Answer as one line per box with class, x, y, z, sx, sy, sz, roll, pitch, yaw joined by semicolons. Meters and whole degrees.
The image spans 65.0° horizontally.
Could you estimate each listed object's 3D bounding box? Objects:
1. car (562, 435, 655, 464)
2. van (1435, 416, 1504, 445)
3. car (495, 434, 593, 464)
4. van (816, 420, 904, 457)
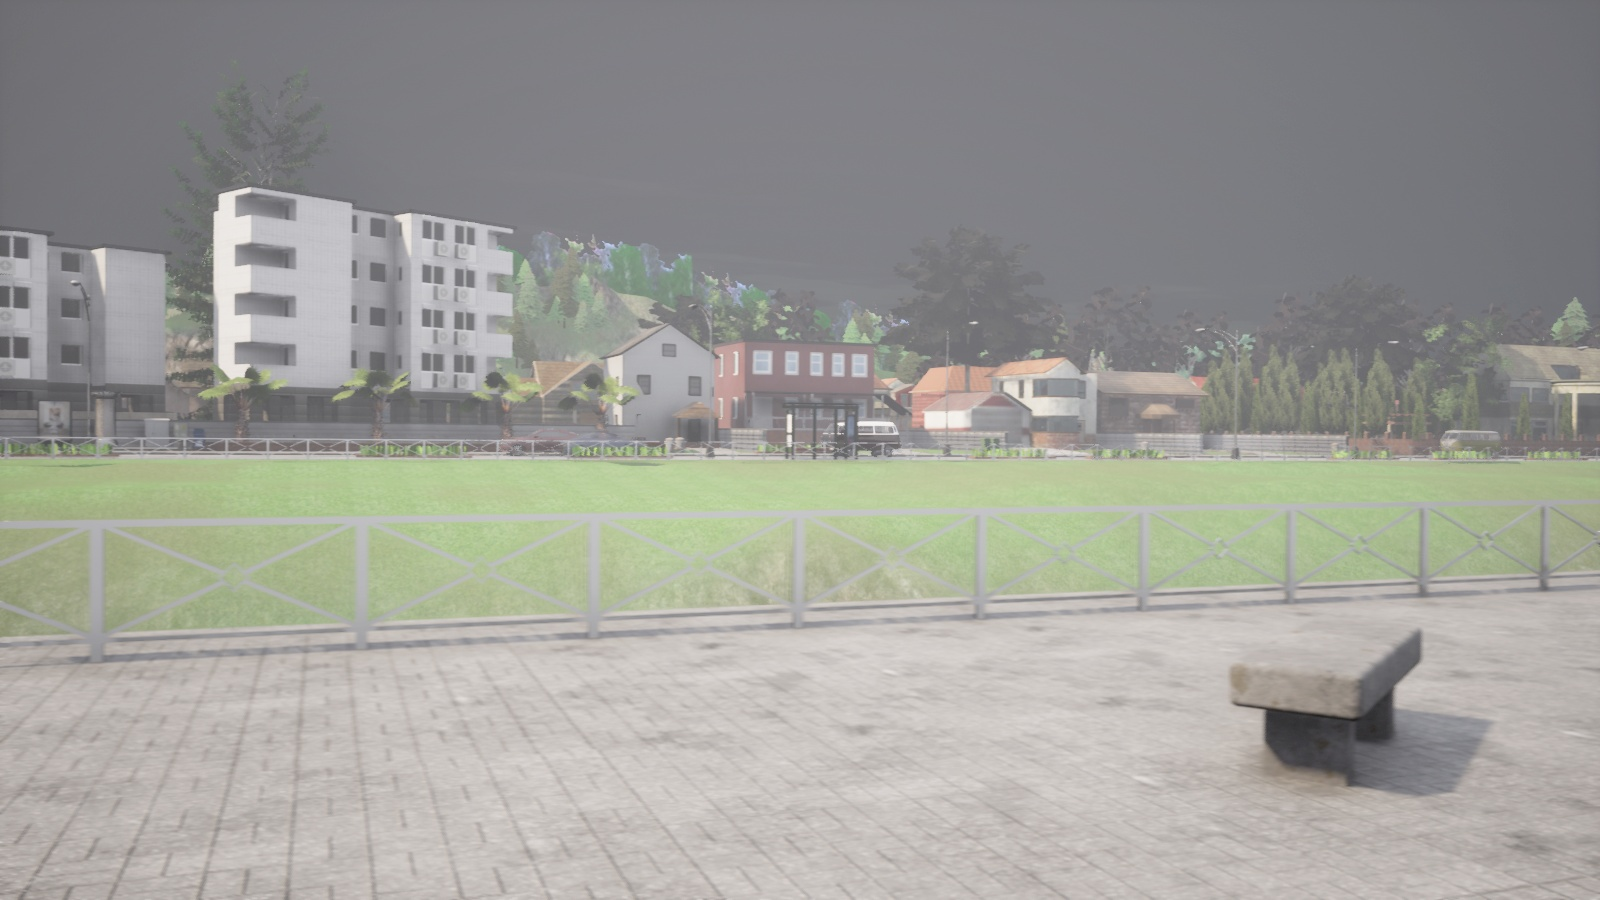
car;-9.462;-0.043;61.911;4.181;1.385;1.994;-1;1;-21
van;46.625;-1.377;87.466;4.442;1.987;1.775;-1;1;-21
car;-13.205;-0.087;64.769;4.674;1.442;1.812;-1;1;-21
van;3.405;-0.672;71.068;4.480;2.038;2.069;-1;1;-21
